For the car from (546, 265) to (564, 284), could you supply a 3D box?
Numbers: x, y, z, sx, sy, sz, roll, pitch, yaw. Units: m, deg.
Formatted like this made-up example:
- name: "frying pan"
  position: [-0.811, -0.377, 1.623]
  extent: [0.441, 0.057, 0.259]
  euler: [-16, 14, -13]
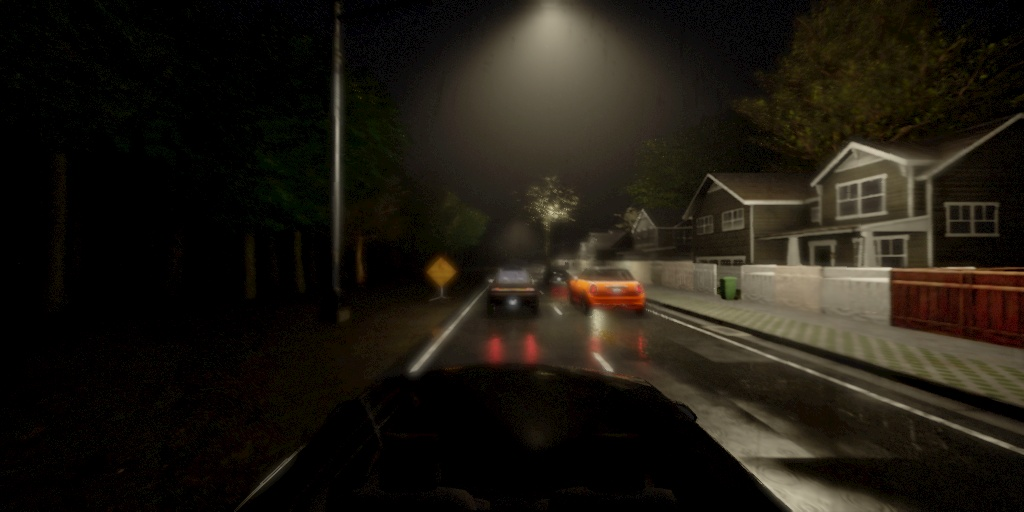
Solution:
- name: "car"
  position: [3.554, 1.476, 29.262]
  extent: [1.837, 1.490, 4.892]
  euler: [0, 0, 1]

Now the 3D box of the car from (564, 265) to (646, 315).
- name: "car"
  position: [3.550, 1.204, 14.173]
  extent: [2.097, 1.767, 4.553]
  euler: [0, -1, 0]

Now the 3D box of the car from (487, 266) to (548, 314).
- name: "car"
  position: [0.051, 1.345, 14.258]
  extent: [2.128, 1.511, 4.902]
  euler: [0, 0, 1]

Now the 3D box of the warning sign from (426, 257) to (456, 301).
- name: "warning sign"
  position: [-3.046, 0.979, 15.534]
  extent: [1.300, 1.860, 1.060]
  euler: [0, 0, 0]
